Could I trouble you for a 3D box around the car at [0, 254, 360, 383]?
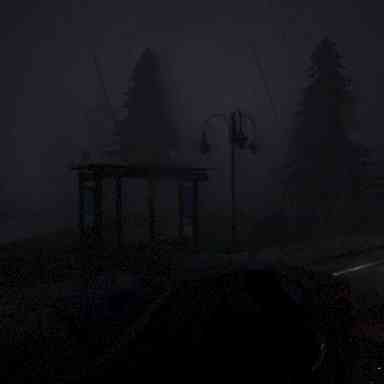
[{"bbox_3d":[-0.181,1.529,3.867,5.357,1.411,2.033,-1,0,-36],"label":"car"}]
